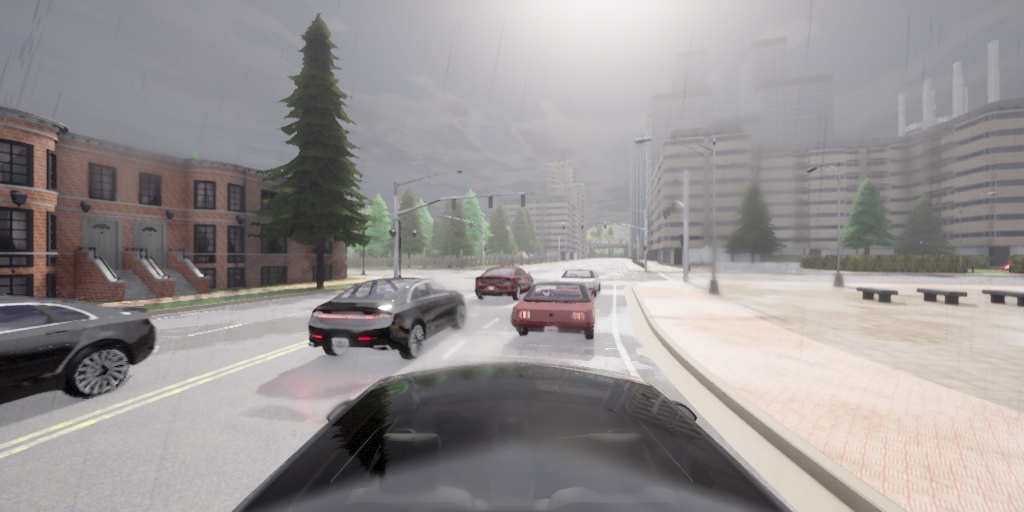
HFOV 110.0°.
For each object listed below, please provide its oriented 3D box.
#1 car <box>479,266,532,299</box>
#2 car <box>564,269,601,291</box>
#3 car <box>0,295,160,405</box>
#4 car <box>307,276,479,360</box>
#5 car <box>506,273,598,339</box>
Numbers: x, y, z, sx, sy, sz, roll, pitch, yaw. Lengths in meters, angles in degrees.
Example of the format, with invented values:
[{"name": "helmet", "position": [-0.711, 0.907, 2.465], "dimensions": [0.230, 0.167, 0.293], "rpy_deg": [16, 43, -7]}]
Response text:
[{"name": "car", "position": [-0.237, 1.220, 17.645], "dimensions": [1.882, 1.535, 5.008], "rpy_deg": [0, 0, 15]}, {"name": "car", "position": [3.634, 1.342, 18.986], "dimensions": [1.895, 1.301, 4.718], "rpy_deg": [0, 0, 17]}, {"name": "car", "position": [-6.830, 1.241, 3.779], "dimensions": [2.128, 1.511, 4.902], "rpy_deg": [0, 0, 5]}, {"name": "car", "position": [-2.491, 1.238, 8.428], "dimensions": [2.128, 1.511, 4.902], "rpy_deg": [0, 0, 9]}, {"name": "car", "position": [1.381, 1.346, 10.098], "dimensions": [1.895, 1.301, 4.718], "rpy_deg": [0, 0, 13]}]
